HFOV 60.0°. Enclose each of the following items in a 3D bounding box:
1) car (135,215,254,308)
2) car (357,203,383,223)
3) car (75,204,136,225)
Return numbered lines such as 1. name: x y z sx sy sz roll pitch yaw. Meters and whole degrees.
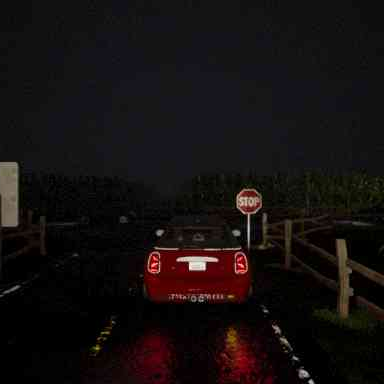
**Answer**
1. car: 0.150 1.351 8.096 2.097 1.767 4.553 0 0 1
2. car: 14.106 1.444 23.742 4.181 1.385 1.994 0 0 0
3. car: -6.103 1.585 23.760 4.181 1.385 1.994 0 0 0
